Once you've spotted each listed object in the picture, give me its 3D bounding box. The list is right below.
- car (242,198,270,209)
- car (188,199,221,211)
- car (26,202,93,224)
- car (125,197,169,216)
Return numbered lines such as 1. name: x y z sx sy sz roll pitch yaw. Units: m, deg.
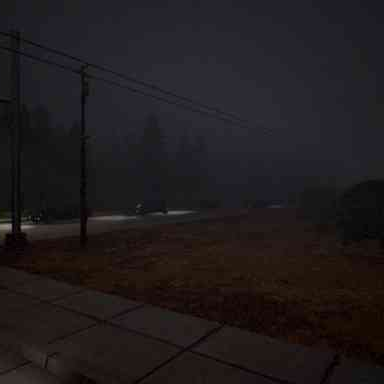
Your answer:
1. car: 8.396 1.458 43.049 1.895 1.301 4.718 0 0 37
2. car: 1.523 1.500 39.971 1.895 1.301 4.718 0 0 37
3. car: -9.732 1.503 24.808 1.837 1.490 4.892 0 0 37
4. car: -4.327 1.303 32.097 2.097 1.767 4.553 0 0 37
